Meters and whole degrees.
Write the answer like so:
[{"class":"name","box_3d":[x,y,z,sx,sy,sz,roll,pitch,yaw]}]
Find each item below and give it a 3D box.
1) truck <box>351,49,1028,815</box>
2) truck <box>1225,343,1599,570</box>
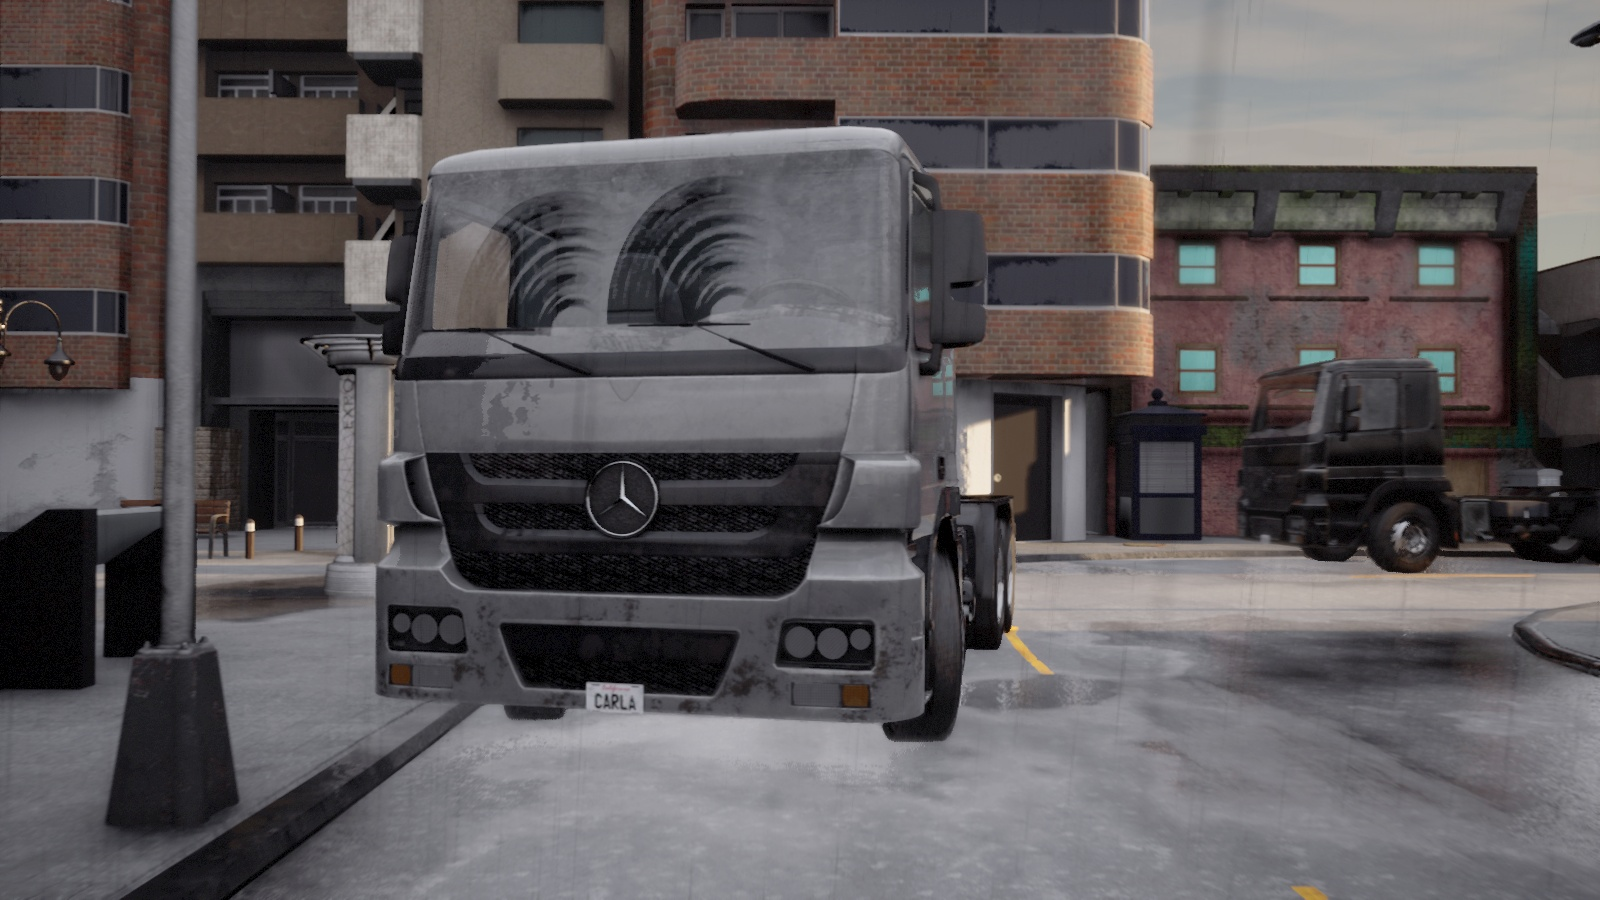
[{"class":"truck","box_3d":[0.073,-0.013,9.867,2.891,3.462,7.936,-1,-1,14]},{"class":"truck","box_3d":[11.508,0.112,20.809,7.936,3.462,2.891,0,-1,-3]}]
